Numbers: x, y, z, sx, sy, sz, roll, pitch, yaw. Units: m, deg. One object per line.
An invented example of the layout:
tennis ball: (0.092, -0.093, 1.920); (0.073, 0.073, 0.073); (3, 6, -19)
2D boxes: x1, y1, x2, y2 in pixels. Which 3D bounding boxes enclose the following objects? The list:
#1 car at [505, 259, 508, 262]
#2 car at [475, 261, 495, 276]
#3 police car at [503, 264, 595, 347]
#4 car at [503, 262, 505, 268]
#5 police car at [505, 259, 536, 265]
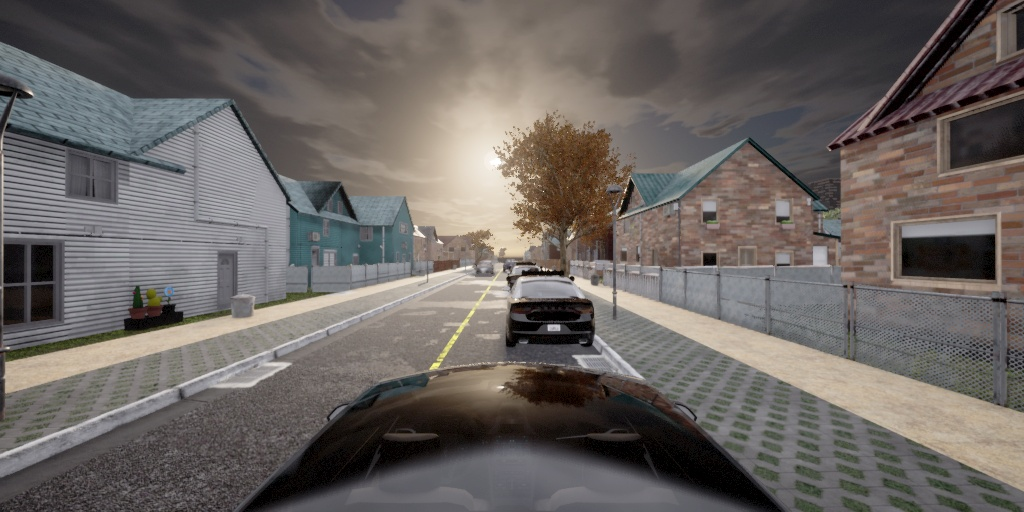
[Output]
car: (0.733, 1.113, 25.336); (2.097, 1.767, 4.553); (0, 0, 0)
car: (-2.894, 1.294, 38.897); (2.128, 1.511, 4.902); (0, 0, 0)
police car: (0.796, 1.178, 9.476); (1.930, 1.638, 5.238); (0, 0, 0)
car: (-0.141, 1.213, 49.072); (2.097, 1.767, 4.553); (0, 0, 0)
police car: (0.757, 1.184, 19.476); (1.930, 1.638, 5.238); (0, 0, 0)
